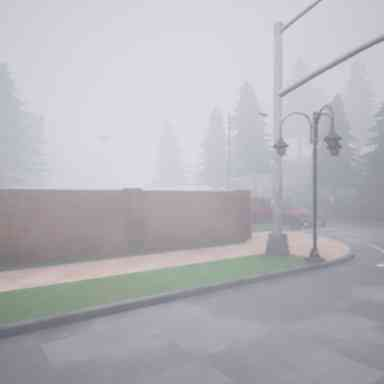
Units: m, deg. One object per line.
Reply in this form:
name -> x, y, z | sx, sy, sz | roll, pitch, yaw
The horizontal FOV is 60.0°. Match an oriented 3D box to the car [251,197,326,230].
car -> 6.177, 1.439, 22.544 | 2.150, 2.045, 5.566 | 0, 1, -34
